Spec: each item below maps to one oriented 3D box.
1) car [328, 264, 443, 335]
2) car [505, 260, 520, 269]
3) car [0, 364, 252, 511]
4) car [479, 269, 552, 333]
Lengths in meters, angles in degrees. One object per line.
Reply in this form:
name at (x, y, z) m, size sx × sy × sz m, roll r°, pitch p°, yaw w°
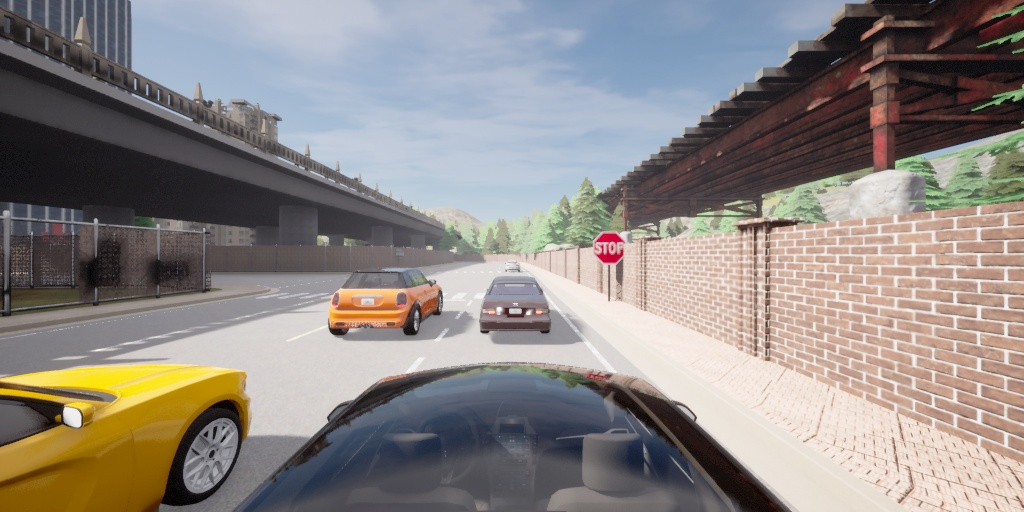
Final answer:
car at (-3.425, 1.102, 10.623) m, size 2.097 × 1.767 × 4.553 m, roll 0°, pitch 0°, yaw 0°
car at (0.074, 1.276, 45.516) m, size 1.812 × 1.442 × 4.674 m, roll 0°, pitch 0°, yaw -1°
car at (-3.398, 1.228, 1.366) m, size 1.882 × 1.535 × 5.008 m, roll 0°, pitch 0°, yaw 0°
car at (0.076, 1.297, 10.647) m, size 2.033 × 1.411 × 5.357 m, roll 0°, pitch 0°, yaw 0°
